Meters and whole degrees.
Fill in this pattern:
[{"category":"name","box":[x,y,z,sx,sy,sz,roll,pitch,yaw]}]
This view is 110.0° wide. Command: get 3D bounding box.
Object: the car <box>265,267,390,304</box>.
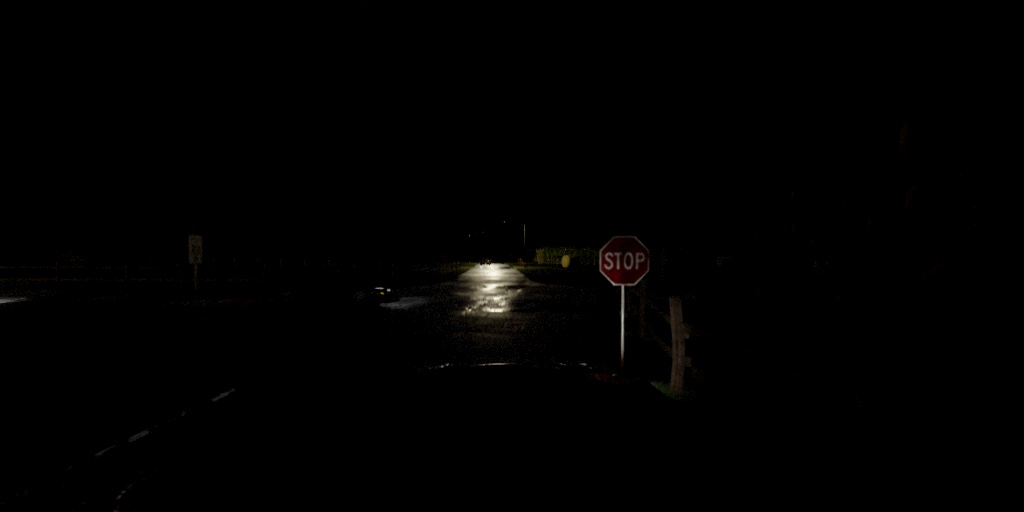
[{"category":"car","box":[-7.857,1.243,15.565,4.892,1.490,1.837,0,1,-5]}]
